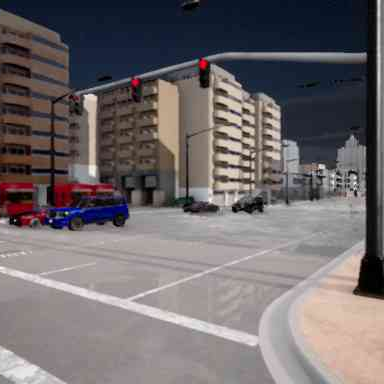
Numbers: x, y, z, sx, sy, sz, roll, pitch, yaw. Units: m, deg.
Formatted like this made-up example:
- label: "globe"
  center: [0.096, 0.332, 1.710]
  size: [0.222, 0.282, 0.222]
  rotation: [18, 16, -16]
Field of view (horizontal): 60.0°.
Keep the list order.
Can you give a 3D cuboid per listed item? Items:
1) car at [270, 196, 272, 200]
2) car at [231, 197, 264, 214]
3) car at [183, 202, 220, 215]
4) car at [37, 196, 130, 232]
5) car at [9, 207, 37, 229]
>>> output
- label: "car"
  center: [10.151, 1.655, 50.733]
  size: [1.994, 1.385, 4.181]
  rotation: [0, -1, 35]
- label: "car"
  center: [6.813, 1.570, 40.034]
  size: [2.150, 2.045, 5.566]
  rotation: [0, -1, 35]
- label: "car"
  center: [1.212, 1.827, 38.170]
  size: [2.033, 1.411, 5.357]
  rotation: [0, -1, 35]
- label: "car"
  center: [-6.453, 1.281, 21.164]
  size: [2.150, 2.045, 5.566]
  rotation: [0, 0, 35]
- label: "car"
  center: [-9.879, 1.612, 22.383]
  size: [1.994, 1.385, 4.181]
  rotation: [0, 0, 35]
